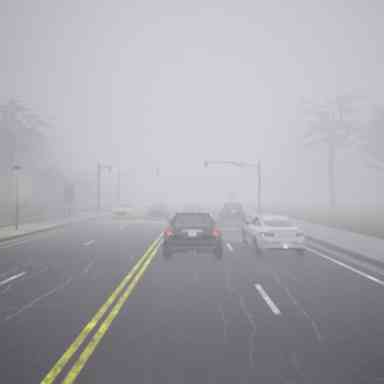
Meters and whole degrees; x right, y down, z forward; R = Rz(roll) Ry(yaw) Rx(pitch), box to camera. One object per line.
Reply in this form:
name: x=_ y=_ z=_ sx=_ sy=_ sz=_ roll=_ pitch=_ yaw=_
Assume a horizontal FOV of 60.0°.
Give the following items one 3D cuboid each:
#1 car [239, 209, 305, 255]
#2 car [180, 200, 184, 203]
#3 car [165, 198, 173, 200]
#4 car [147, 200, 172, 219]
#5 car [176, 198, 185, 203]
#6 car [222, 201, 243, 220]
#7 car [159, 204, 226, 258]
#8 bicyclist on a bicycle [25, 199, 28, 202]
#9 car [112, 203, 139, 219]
car: x=3.288 y=1.663 z=13.901 sx=1.812 sy=1.442 sz=4.674 roll=0 pitch=0 yaw=1
car: x=0.055 y=1.766 z=29.252 sx=1.882 sy=1.535 sz=5.008 roll=0 pitch=0 yaw=1
car: x=-6.417 y=2.377 z=91.950 sx=2.128 sy=1.511 sz=4.902 roll=0 pitch=-1 yaw=0
car: x=-3.249 y=1.800 z=32.807 sx=1.882 sy=1.535 sz=5.008 roll=0 pitch=-1 yaw=1
car: x=-3.167 y=2.352 z=91.947 sx=1.837 sy=1.490 sz=4.892 roll=0 pitch=-1 yaw=0
car: x=3.298 y=1.631 z=28.424 sx=2.097 sy=1.767 sz=4.553 roll=0 pitch=-1 yaw=1
car: x=0.034 y=1.484 z=13.432 sx=2.097 sy=1.767 sz=4.553 roll=0 pitch=-1 yaw=0
bicyclist on a bicycle: x=-24.594 y=1.824 z=49.463 sx=0.582 sy=1.620 sz=1.656 roll=0 pitch=0 yaw=0
car: x=-6.499 y=1.800 z=32.810 sx=1.882 sy=1.535 sz=5.008 roll=0 pitch=-1 yaw=1
